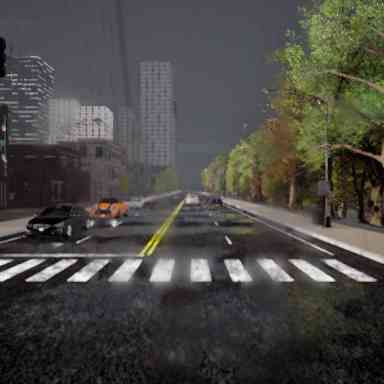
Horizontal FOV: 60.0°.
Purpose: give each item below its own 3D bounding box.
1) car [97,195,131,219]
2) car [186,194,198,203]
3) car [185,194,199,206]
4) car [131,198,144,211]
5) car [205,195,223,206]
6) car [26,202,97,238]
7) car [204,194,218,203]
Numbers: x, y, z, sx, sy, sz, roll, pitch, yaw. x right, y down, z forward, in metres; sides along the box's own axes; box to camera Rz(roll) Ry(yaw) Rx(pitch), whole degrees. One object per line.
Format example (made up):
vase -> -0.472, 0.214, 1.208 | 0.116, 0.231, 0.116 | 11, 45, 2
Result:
car -> -6.612, 1.168, 26.939 | 2.097, 1.767, 4.553 | 0, 0, 0
car -> -0.015, 1.078, 58.220 | 1.882, 1.535, 5.008 | 0, 0, 0
car -> 0.067, 1.197, 48.028 | 1.812, 1.442, 4.674 | 0, 0, 0
car -> -6.610, 1.348, 37.109 | 1.895, 1.301, 4.718 | 0, 0, 0
car -> 3.326, 1.225, 47.152 | 2.033, 1.411, 5.357 | 0, 0, 0
car -> -6.609, 1.389, 16.983 | 1.837, 1.490, 4.892 | 0, 0, 0
car -> 3.228, 1.151, 57.805 | 2.033, 1.411, 5.357 | 0, 0, 0
